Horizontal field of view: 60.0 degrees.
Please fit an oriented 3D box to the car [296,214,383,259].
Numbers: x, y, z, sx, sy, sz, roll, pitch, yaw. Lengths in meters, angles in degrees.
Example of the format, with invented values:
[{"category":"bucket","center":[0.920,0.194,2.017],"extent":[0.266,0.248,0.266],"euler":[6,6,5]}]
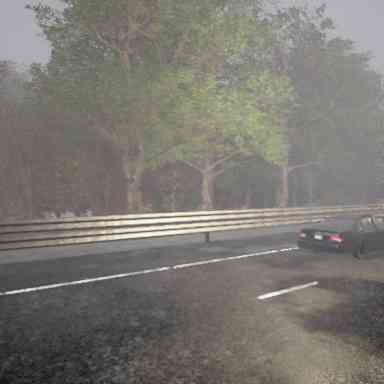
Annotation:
[{"category":"car","center":[6.225,1.553,12.566],"extent":[5.357,1.411,2.033],"euler":[0,0,-36]}]
